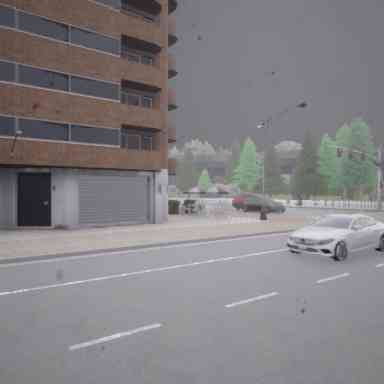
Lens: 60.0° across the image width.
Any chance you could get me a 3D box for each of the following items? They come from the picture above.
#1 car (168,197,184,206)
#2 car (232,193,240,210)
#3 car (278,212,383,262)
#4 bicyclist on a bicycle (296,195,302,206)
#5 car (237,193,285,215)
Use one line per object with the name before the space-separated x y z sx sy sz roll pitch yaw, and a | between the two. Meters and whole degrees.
car | -2.841 1.470 51.243 4.674 1.442 1.812 0 0 36
car | 7.230 1.166 39.643 2.150 2.045 5.566 0 0 -36
car | 5.500 1.526 12.215 4.674 1.442 1.812 0 0 -36
bicyclist on a bicycle | 15.294 1.245 47.289 1.656 1.620 0.582 0 0 -36
car | 7.193 1.298 33.707 2.097 1.767 4.553 0 0 -36
